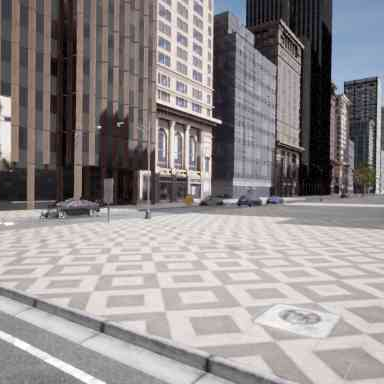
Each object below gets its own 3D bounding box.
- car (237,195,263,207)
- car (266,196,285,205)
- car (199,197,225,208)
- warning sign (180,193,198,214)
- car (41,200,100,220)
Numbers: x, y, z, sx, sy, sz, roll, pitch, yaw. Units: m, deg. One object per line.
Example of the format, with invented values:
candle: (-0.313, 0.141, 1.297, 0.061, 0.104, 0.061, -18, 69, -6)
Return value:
car: (8.344, 1.192, 47.474, 2.097, 1.767, 4.553, 1, 1, 36)
car: (13.947, 1.361, 55.478, 1.994, 1.385, 4.181, 1, 1, 35)
car: (2.673, 1.373, 44.879, 1.994, 1.385, 4.181, 1, 1, 36)
warning sign: (-0.267, 1.077, 30.695, 1.300, 1.860, 1.060, 1, 1, 35)
car: (-9.837, 1.386, 27.251, 2.128, 1.511, 4.902, 1, 1, 35)
